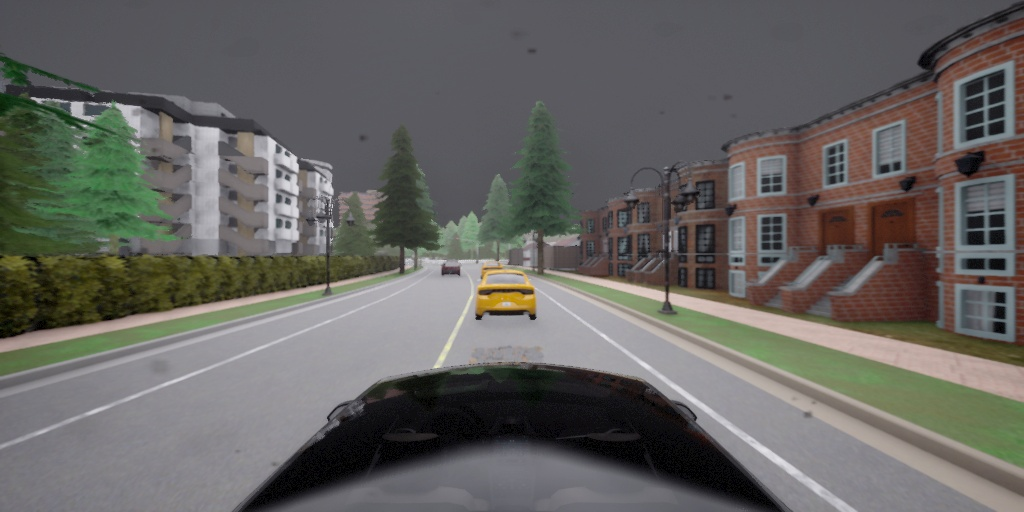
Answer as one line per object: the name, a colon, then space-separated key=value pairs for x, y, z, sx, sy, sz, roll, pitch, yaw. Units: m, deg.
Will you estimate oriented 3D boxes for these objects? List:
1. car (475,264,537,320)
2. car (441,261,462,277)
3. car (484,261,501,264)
car: x=-0.252 y=1.223 z=12.725 sx=1.882 sy=1.535 sz=5.008 roll=0 pitch=0 yaw=-2
car: x=-6.030 y=1.232 z=35.762 sx=1.882 sy=1.535 sz=5.008 roll=0 pitch=0 yaw=-7
car: x=-1.735 y=1.218 z=31.141 sx=1.882 sy=1.535 sz=5.008 roll=0 pitch=0 yaw=-6
